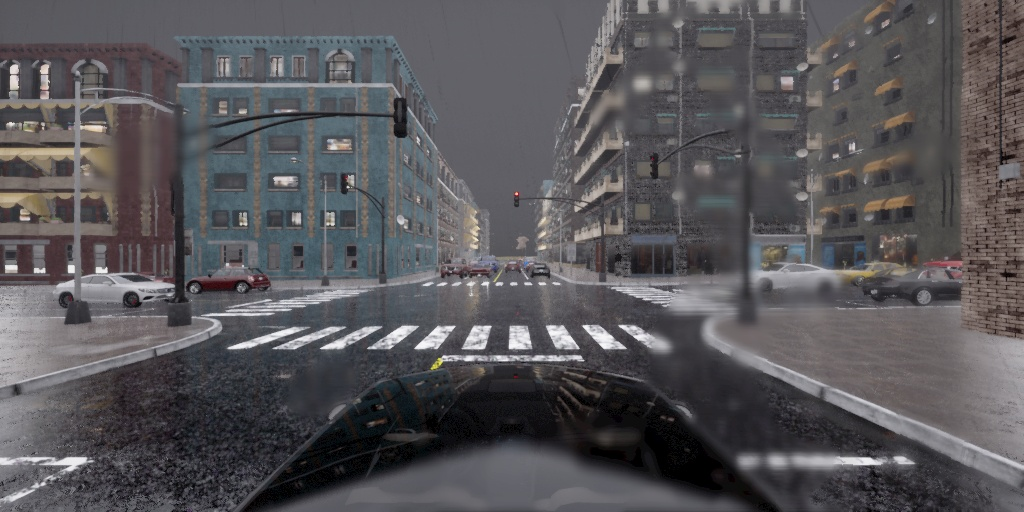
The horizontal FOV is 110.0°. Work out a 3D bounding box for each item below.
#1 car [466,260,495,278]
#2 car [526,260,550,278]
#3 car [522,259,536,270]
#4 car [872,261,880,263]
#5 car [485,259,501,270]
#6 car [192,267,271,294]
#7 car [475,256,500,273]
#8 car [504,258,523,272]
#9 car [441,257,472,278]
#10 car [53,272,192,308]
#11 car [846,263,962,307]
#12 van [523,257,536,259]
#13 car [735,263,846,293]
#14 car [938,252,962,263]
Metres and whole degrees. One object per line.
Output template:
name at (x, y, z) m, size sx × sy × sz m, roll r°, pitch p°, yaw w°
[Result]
car at (-2.844, 1.347, 33.338) m, size 1.895 × 1.301 × 4.718 m, roll 0°, pitch 0°, yaw 0°
car at (2.571, 1.311, 33.544) m, size 1.948 × 1.339 × 4.313 m, roll 0°, pitch 0°, yaw 0°
car at (2.573, 1.323, 44.648) m, size 1.802 × 1.307 × 4.207 m, roll 0°, pitch 0°, yaw 0°
car at (21.137, 1.000, 21.088) m, size 4.829 × 1.417 × 1.751 m, roll 0°, pitch 0°, yaw 0°
car at (-2.829, 1.227, 53.738) m, size 2.128 × 1.511 × 4.902 m, roll 0°, pitch 0°, yaw 0°
car at (-16.902, 1.388, 21.395) m, size 4.097 × 1.591 × 1.967 m, roll 0°, pitch 0°, yaw 0°
car at (-2.841, 0.963, 43.314) m, size 2.150 × 2.045 × 5.566 m, roll 0°, pitch 0°, yaw 0°
car at (0.123, 1.266, 45.423) m, size 1.812 × 1.442 × 4.674 m, roll 0°, pitch 0°, yaw 0°
car at (-5.310, 1.060, 33.545) m, size 2.192 × 1.841 × 5.009 m, roll 0°, pitch 0°, yaw 0°
car at (-17.498, 1.472, 15.968) m, size 4.674 × 1.442 × 1.812 m, roll -1°, pitch 0°, yaw 2°
car at (15.604, 1.082, 13.250) m, size 4.403 × 1.370 × 2.007 m, roll 0°, pitch 0°, yaw 0°
van at (2.574, 1.078, 50.201) m, size 1.690 × 1.789 × 3.998 m, roll 0°, pitch 0°, yaw 0°
car at (14.266, 1.083, 18.676) m, size 4.674 × 1.442 × 1.812 m, roll -1°, pitch 0°, yaw 2°
car at (24.744, 0.649, 18.594) m, size 5.566 × 2.045 × 2.150 m, roll -1°, pitch 0°, yaw 1°
